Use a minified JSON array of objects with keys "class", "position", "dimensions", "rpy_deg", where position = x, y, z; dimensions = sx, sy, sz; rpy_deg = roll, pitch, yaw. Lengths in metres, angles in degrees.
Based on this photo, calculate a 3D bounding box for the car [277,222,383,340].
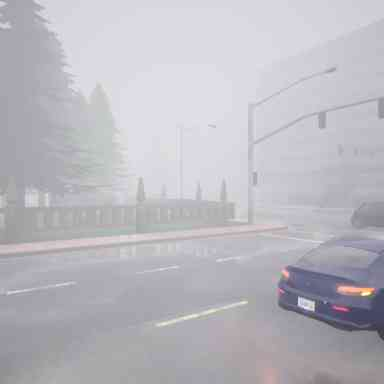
[{"class":"car","position":[3.609,1.526,6.341],"dimensions":[4.674,1.442,1.812],"rpy_deg":[0,0,-35]}]

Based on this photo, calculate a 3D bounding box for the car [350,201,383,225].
[{"class":"car","position":[11.694,1.337,19.142],"dimensions":[2.097,1.767,4.553],"rpy_deg":[0,0,-35]}]

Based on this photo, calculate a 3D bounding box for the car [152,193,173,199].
[{"class":"car","position":[-4.614,1.167,47.988],"dimensions":[2.150,2.045,5.566],"rpy_deg":[0,0,-13]}]

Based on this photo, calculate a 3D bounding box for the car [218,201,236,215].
[{"class":"car","position":[2.247,1.545,33.052],"dimensions":[1.895,1.301,4.718],"rpy_deg":[0,0,-32]}]
